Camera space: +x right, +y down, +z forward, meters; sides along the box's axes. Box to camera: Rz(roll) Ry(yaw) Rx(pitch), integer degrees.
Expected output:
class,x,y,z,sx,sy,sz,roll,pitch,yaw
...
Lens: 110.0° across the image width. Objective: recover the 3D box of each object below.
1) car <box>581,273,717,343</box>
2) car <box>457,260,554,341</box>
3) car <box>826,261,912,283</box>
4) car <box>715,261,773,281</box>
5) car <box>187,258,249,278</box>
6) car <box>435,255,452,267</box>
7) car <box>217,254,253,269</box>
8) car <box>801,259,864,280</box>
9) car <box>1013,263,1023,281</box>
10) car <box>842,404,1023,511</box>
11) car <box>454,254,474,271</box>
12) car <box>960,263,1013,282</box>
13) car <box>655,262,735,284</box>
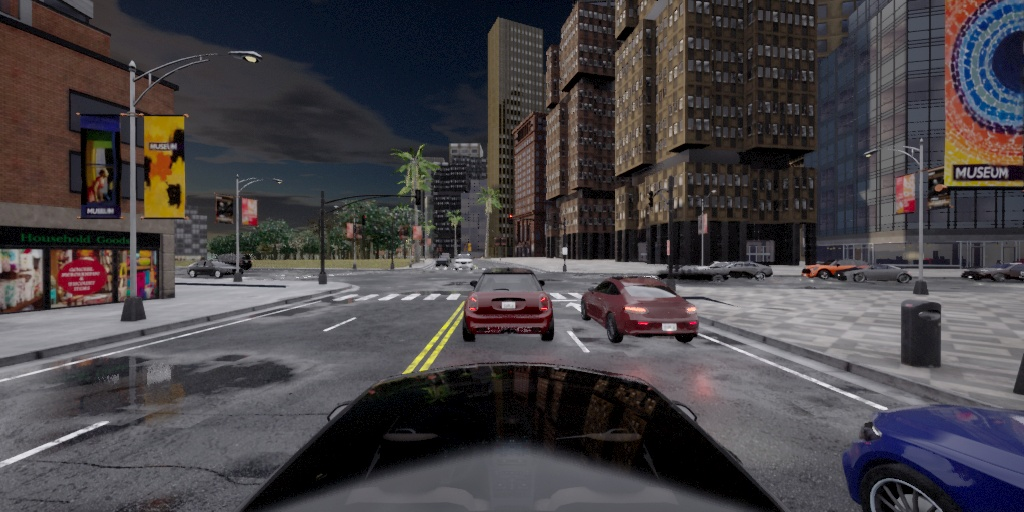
class,x,y,z,sx,sy,sz,roll,pitch,yaw
car,3.137,1.274,9.578,1.812,1.442,4.674,0,0,-1
car,-0.122,1.101,10.014,2.097,1.767,4.553,0,0,-1
car,26.554,1.258,26.553,4.181,1.385,1.994,0,0,13
car,17.873,1.180,28.601,4.902,1.511,2.128,0,0,13
car,-26.586,1.154,32.121,4.892,1.490,1.837,0,0,13
car,-10.547,0.959,54.919,2.033,1.411,5.357,0,1,-5
car,-34.942,0.806,44.311,5.566,2.045,2.150,0,0,13
car,26.971,1.032,29.789,4.553,1.767,2.097,0,0,13
car,37.715,1.305,23.907,4.718,1.301,1.895,0,0,14
car,3.319,1.276,0.624,1.812,1.442,4.674,0,0,0
car,-6.007,0.763,44.854,2.150,2.045,5.566,0,1,-7
car,38.083,1.237,27.163,5.357,1.411,2.033,0,0,13
car,13.068,1.302,26.142,4.718,1.301,1.895,0,0,14
